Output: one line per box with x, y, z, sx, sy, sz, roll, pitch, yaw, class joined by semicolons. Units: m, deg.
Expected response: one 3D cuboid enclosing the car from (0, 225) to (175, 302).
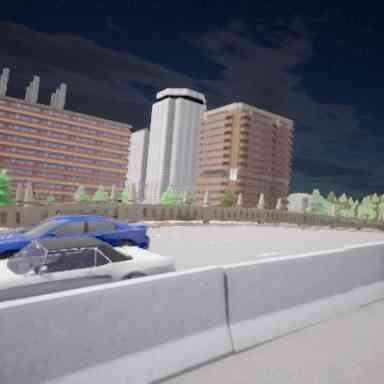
-2.762;1.583;6.321;4.718;1.301;1.895;-1;0;-36;car

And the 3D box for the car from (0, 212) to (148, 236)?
-3.683;1.455;9.963;5.008;1.535;1.882;0;0;-36;car

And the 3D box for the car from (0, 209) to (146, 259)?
-4.757;1.524;13.496;5.357;1.411;2.033;0;0;-36;car
